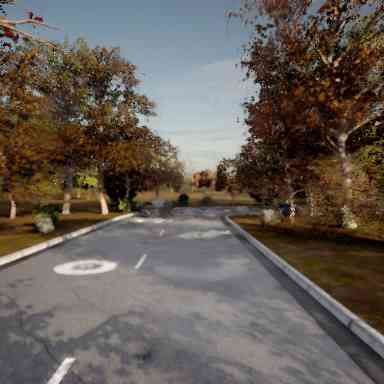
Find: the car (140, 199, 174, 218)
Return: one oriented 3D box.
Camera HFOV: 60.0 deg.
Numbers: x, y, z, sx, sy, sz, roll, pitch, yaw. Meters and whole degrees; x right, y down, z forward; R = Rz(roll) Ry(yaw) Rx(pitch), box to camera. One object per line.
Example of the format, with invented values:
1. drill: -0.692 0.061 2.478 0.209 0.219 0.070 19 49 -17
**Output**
1. car: -2.951 1.403 28.735 1.837 1.490 4.892 -1 0 12
